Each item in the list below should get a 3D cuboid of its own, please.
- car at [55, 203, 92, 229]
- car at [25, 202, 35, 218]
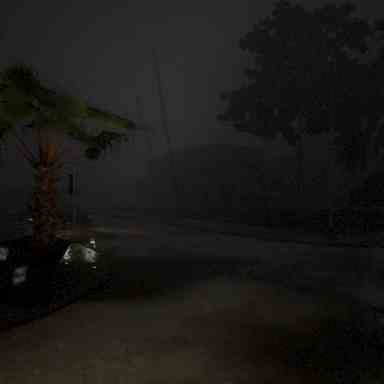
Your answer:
[{"bbox_3d":[-8.428,1.546,22.822,1.882,1.535,5.008,1,0,-35],"label":"car"},{"bbox_3d":[-14.174,1.631,30.940,1.994,1.385,4.181,1,0,-35],"label":"car"}]
